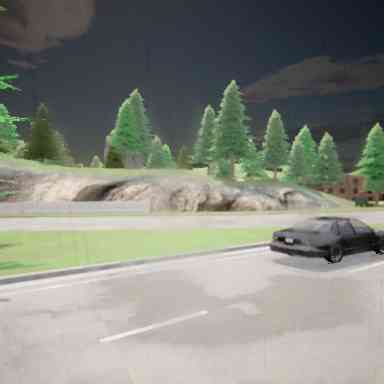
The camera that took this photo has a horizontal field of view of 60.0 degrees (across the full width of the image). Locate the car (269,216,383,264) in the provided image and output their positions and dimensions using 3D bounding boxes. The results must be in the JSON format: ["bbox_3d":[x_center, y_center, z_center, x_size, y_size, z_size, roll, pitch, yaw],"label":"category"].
[{"bbox_3d":[5.173,1.590,11.994,5.357,1.411,2.033,0,0,-34],"label":"car"}]
